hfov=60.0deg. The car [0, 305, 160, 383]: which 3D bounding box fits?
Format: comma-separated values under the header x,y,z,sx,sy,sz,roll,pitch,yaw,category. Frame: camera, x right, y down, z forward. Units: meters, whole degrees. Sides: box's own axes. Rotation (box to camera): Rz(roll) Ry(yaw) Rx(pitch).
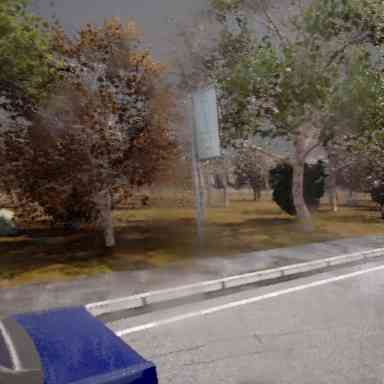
x,y,z,sx,sy,sz,roll,pitch,yaw,category
-2.658,1.588,2.007,4.718,1.301,1.895,-1,0,-36,car
